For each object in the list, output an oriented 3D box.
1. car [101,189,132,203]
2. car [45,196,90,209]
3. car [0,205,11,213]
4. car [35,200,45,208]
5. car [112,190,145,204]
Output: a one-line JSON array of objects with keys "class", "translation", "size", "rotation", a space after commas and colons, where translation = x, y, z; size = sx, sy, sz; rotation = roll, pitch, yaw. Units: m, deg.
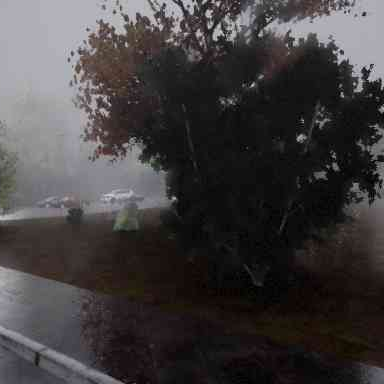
[{"class": "car", "translation": [-11.723, 0.658, 52.674], "size": [2.150, 2.045, 5.566], "rotation": [0, 3, 39]}, {"class": "car", "translation": [-15.498, 1.306, 42.403], "size": [1.882, 1.535, 5.008], "rotation": [0, 2, 39]}, {"class": "car", "translation": [-21.710, 1.646, 34.668], "size": [1.895, 1.301, 4.718], "rotation": [0, 1, 39]}, {"class": "car", "translation": [-18.355, 1.350, 44.435], "size": [1.837, 1.490, 4.892], "rotation": [0, 2, 39]}, {"class": "car", "translation": [-9.172, 0.964, 50.270], "size": [1.812, 1.442, 4.674], "rotation": [0, 3, 39]}]
